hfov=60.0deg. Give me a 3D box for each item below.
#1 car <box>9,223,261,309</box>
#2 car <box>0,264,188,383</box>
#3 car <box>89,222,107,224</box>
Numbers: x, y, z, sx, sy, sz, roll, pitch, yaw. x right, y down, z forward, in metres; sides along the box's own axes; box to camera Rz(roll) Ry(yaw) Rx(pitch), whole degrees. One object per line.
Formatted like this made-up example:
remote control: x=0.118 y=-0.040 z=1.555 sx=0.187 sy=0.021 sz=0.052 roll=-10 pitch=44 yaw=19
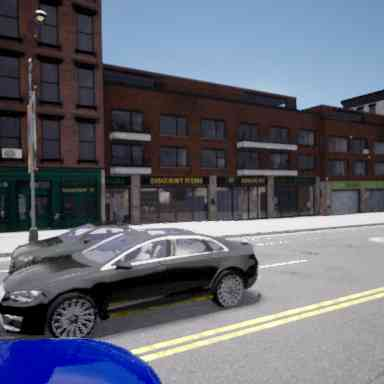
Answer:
car: x=-0.921 y=1.489 z=6.444 sx=4.902 sy=1.511 sz=2.128 roll=0 pitch=0 yaw=-30
car: x=-2.323 y=1.527 z=1.643 sx=4.674 sy=1.442 sz=1.812 roll=0 pitch=0 yaw=-30
car: x=-2.676 y=1.561 z=9.184 sx=4.181 sy=1.385 sz=1.994 roll=0 pitch=0 yaw=-30
